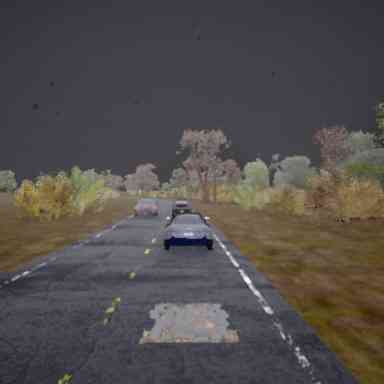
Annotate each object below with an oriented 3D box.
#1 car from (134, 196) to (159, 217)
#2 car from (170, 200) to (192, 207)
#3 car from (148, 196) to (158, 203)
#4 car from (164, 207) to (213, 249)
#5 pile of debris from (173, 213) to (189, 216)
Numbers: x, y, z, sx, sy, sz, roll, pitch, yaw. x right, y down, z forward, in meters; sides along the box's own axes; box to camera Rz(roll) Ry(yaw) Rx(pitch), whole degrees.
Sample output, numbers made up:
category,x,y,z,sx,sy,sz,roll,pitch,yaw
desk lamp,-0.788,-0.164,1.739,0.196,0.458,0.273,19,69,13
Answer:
category,x,y,z,sx,sy,sz,roll,pitch,yaw
car,-4.195,1.353,31.160,2.097,1.767,4.553,0,0,-4
car,-1.061,1.504,32.132,1.837,1.490,4.892,0,0,-4
car,-8.448,1.611,71.725,1.895,1.301,4.718,0,0,-8
car,-0.188,1.561,14.535,1.994,1.385,4.181,0,0,-2
pile of debris,-1.108,2.174,31.924,1.500,0.140,1.860,0,0,-4
